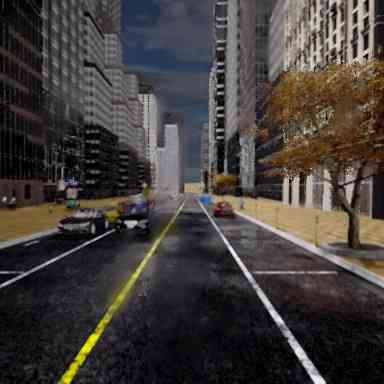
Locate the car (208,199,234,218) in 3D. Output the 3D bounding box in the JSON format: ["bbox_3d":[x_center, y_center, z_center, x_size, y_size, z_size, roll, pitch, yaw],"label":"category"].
[{"bbox_3d":[2.684,1.500,29.068,1.802,1.307,4.206,-1,0,0],"label":"car"}]

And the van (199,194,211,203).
[{"bbox_3d":[2.685,1.187,62.818,1.690,1.788,3.998,-1,0,0],"label":"van"}]

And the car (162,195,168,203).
[{"bbox_3d":[-5.692,1.407,57.194,2.008,1.369,4.403,-1,0,0],"label":"car"}]

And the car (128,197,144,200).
[{"bbox_3d":[-5.697,1.462,29.069,1.887,1.381,4.507,-1,0,0],"label":"car"}]

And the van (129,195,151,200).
[{"bbox_3d":[-5.699,1.245,34.692,1.690,1.788,3.998,-1,0,0],"label":"van"}]

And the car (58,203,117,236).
[{"bbox_3d":[-5.698,1.497,17.818,2.008,1.369,4.403,-1,0,0],"label":"car"}]

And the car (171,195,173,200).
[{"bbox_3d":[-5.688,1.361,85.318,2.008,1.369,4.403,-1,0,0],"label":"car"}]

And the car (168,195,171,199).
[{"bbox_3d":[-5.691,1.396,62.819,2.008,1.369,4.403,-1,0,0],"label":"car"}]

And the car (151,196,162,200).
[{"bbox_3d":[-5.694,1.423,45.943,1.887,1.381,4.507,-1,0,0],"label":"car"}]

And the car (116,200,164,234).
[{"bbox_3d":[-3.040,1.435,19.019,2.128,1.511,4.902,0,0,0],"label":"car"}]
